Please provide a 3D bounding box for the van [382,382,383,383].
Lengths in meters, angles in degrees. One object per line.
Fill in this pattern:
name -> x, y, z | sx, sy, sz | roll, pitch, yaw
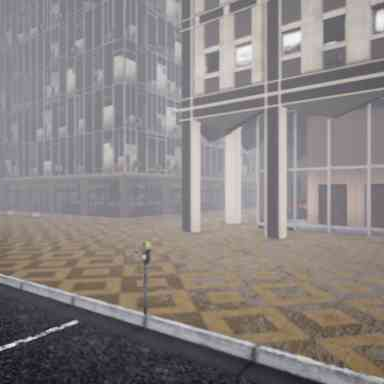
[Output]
van -> 2.732, 1.324, 0.913 | 3.998, 1.788, 1.690 | -1, 0, 35
